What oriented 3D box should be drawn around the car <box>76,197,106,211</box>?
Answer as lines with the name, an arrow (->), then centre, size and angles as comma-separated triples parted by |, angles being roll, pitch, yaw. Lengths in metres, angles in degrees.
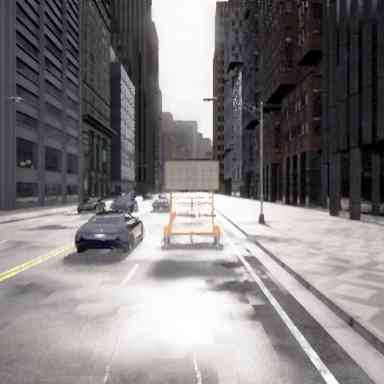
car -> -9.859, 1.267, 32.894 | 1.837, 1.490, 4.892 | 0, 0, 0

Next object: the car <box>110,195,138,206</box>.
car -> -6.609, 1.115, 32.775 | 2.097, 1.767, 4.553 | 0, 0, 0

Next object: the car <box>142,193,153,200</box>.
car -> -9.787, 0.982, 73.347 | 1.882, 1.535, 5.008 | 0, 0, 0

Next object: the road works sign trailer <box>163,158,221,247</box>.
road works sign trailer -> -0.001, 0.347, 14.410 | 2.380, 3.560, 2.880 | 0, 0, 0

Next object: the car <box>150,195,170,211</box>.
car -> -3.165, 1.345, 36.284 | 1.895, 1.301, 4.718 | 0, 0, 0

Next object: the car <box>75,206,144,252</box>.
car -> -3.151, 1.454, 13.383 | 1.994, 1.385, 4.181 | 0, 0, 0
